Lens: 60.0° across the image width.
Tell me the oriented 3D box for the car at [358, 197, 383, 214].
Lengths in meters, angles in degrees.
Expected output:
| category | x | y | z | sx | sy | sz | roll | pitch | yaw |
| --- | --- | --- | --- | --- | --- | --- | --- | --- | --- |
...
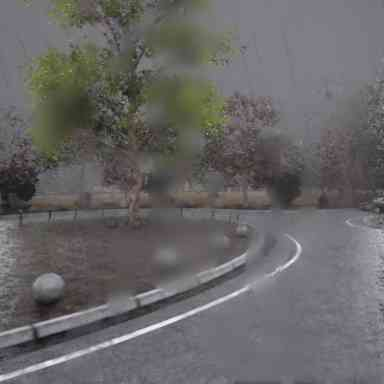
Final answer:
| category | x | y | z | sx | sy | sz | roll | pitch | yaw |
| --- | --- | --- | --- | --- | --- | --- | --- | --- | --- |
| car | 18.212 | 1.215 | 31.374 | 4.892 | 1.490 | 1.837 | 0 | -1 | -5 |
